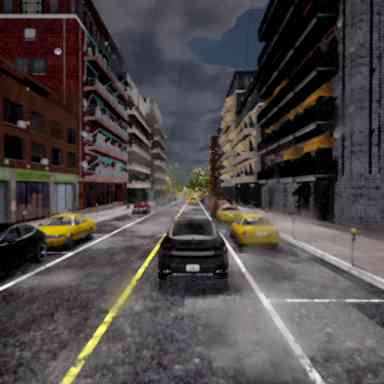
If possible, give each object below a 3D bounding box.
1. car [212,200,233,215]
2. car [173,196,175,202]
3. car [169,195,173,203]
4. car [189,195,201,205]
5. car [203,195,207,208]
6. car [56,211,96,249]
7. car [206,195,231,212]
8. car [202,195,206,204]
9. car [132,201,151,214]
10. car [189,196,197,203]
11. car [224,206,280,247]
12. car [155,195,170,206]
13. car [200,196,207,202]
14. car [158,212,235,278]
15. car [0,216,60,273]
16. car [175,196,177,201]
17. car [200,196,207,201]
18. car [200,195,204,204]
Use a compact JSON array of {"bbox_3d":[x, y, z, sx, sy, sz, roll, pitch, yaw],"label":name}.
[{"bbox_3d":[2.785,1.622,26.173,1.752,1.417,4.829,-1,0,0],"label":"car"},{"bbox_3d":[-5.429,1.554,70.183,2.192,1.841,5.009,-1,0,0],"label":"car"},{"bbox_3d":[-5.447,1.771,64.658,2.008,1.369,4.403,-1,0,0],"label":"car"},{"bbox_3d":[0.267,1.714,67.199,1.882,1.535,5.008,0,0,0],"label":"car"},{"bbox_3d":[2.840,1.595,42.575,1.967,1.590,4.097,-1,0,0],"label":"car"},{"bbox_3d":[-5.651,1.569,14.773,1.752,1.417,4.829,-1,0,0],"label":"car"},{"bbox_3d":[2.798,1.431,31.528,2.192,1.841,5.009,-1,0,0],"label":"car"},{"bbox_3d":[2.863,1.615,48.101,1.967,1.590,4.097,-1,0,0],"label":"car"},{"bbox_3d":[-5.559,1.704,37.038,1.802,1.307,4.206,-1,0,0],"label":"car"},{"bbox_3d":[0.310,1.672,77.617,1.812,1.442,4.674,0,0,0],"label":"car"},{"bbox_3d":[2.697,1.583,15.125,1.752,1.417,4.829,-1,0,0],"label":"car"},{"bbox_3d":[-5.470,1.751,59.135,2.008,1.369,4.403,-1,0,0],"label":"car"},{"bbox_3d":[3.023,1.837,86.939,1.752,1.417,4.829,-1,0,0],"label":"car"},{"bbox_3d":[0.033,1.571,10.267,1.837,1.490,4.892,0,-1,0],"label":"car"},{"bbox_3d":[-5.673,1.590,9.418,1.947,1.339,4.313,-1,0,0],"label":"car"},{"bbox_3d":[-5.357,1.848,86.754,2.008,1.369,4.403,-1,0,0],"label":"car"},{"bbox_3d":[3.046,1.913,92.293,1.802,1.307,4.206,-1,0,0],"label":"car"},{"bbox_3d":[2.910,1.765,59.148,2.008,1.369,4.403,-1,0,0],"label":"car"}]
